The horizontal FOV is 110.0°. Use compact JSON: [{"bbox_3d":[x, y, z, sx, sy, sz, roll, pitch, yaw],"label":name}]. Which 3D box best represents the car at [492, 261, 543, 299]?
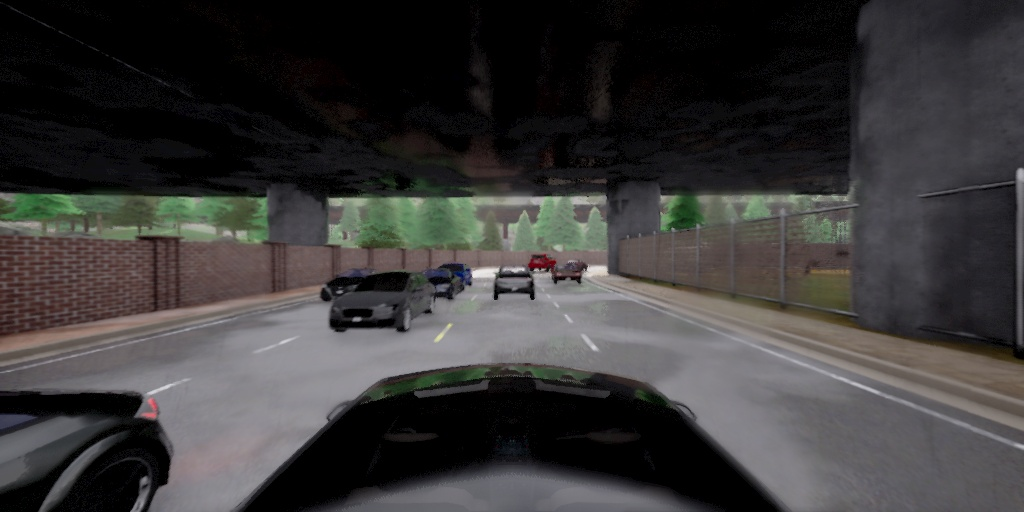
[{"bbox_3d":[0.094,1.158,17.171,2.128,1.511,4.902,0,0,0],"label":"car"}]

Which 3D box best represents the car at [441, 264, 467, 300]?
[{"bbox_3d":[-3.506,1.266,16.742,1.994,1.385,4.181,0,0,0],"label":"car"}]

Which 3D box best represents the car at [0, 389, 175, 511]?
[{"bbox_3d":[-3.603,1.330,1.009,1.994,1.385,4.181,0,0,-1],"label":"car"}]

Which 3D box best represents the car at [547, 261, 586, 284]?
[{"bbox_3d":[3.772,1.210,25.534,1.895,1.301,4.718,0,0,3],"label":"car"}]

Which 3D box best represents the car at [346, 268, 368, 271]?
[{"bbox_3d":[-7.007,1.263,16.581,1.994,1.385,4.181,0,0,0],"label":"car"}]

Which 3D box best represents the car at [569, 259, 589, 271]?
[{"bbox_3d":[7.321,1.041,40.727,1.812,1.442,4.674,0,0,24],"label":"car"}]

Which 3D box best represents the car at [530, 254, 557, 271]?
[{"bbox_3d":[3.709,0.745,41.363,2.150,2.045,5.566,0,0,21],"label":"car"}]

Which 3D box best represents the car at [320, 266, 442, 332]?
[{"bbox_3d":[-3.588,1.219,10.761,1.837,1.490,4.892,0,0,0],"label":"car"}]

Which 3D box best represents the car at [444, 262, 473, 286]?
[{"bbox_3d":[-3.506,1.133,21.403,1.882,1.535,5.008,0,0,1],"label":"car"}]
